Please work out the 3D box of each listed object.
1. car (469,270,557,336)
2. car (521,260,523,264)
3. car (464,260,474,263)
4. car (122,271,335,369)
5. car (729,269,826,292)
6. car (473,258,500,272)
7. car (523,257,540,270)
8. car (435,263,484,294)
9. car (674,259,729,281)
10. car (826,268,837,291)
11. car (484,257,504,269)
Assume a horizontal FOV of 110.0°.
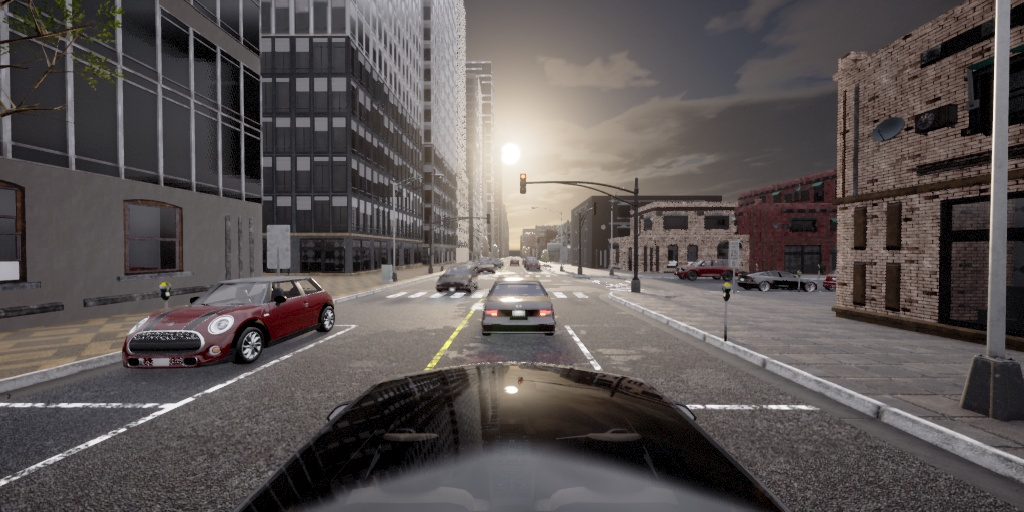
[{"bbox_3d":[0.158,1.295,10.350,2.033,1.411,5.357,0,0,0],"label":"car"},{"bbox_3d":[3.099,1.051,62.553,2.192,1.841,5.009,0,0,0],"label":"car"},{"bbox_3d":[-5.534,1.265,45.564,1.751,1.417,4.829,0,0,0],"label":"car"},{"bbox_3d":[-5.654,1.188,7.786,1.967,1.591,4.097,0,0,0],"label":"car"},{"bbox_3d":[16.550,1.546,22.512,4.313,1.339,1.948,0,0,1],"label":"car"},{"bbox_3d":[-2.836,1.288,40.858,2.033,1.411,5.357,0,0,0],"label":"car"},{"bbox_3d":[3.023,1.178,51.265,1.967,1.591,4.097,0,0,0],"label":"car"},{"bbox_3d":[-2.978,1.292,20.548,2.033,1.411,5.357,0,0,0],"label":"car"},{"bbox_3d":[16.713,1.164,30.889,5.009,1.841,2.192,0,0,1],"label":"car"},{"bbox_3d":[22.097,1.473,22.403,4.097,1.591,1.967,0,0,1],"label":"car"},{"bbox_3d":[-2.725,1.089,55.569,2.097,1.767,4.553,0,0,1],"label":"car"}]
